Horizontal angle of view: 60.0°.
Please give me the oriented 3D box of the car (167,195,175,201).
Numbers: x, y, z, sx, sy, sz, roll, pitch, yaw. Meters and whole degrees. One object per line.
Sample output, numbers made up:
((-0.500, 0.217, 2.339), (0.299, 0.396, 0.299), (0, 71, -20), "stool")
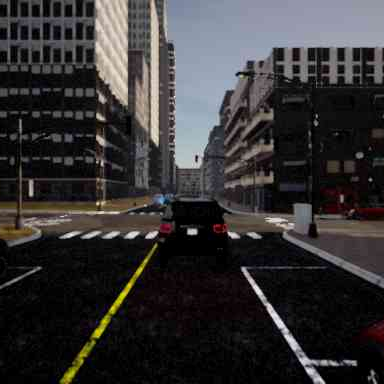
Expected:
((-5.680, 1.582, 90.684), (2.008, 1.369, 4.403), (0, 0, 0), "car")

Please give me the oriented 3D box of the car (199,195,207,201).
((2.700, 1.573, 85.029), (1.887, 1.381, 4.507), (0, 0, 0), "car")

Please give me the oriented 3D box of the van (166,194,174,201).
((-5.681, 1.369, 85.030), (1.690, 1.788, 3.998), (0, 0, 0), "van")

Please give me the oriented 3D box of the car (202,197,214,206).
((2.696, 1.559, 56.758), (1.887, 1.381, 4.507), (0, 0, 0), "car")

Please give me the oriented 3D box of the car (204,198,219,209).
((2.695, 1.576, 46.791), (1.947, 1.339, 4.313), (0, 0, 0), "car")

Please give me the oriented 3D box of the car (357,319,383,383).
((2.688, 1.440, 1.900), (1.967, 1.590, 4.097), (0, 0, 0), "car")

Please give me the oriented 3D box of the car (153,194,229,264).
((0.059, 1.220, 11.949), (2.150, 2.045, 5.566), (0, 0, 1), "car")

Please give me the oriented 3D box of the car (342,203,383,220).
((16.032, 1.763, 30.597), (4.097, 1.590, 1.967), (1, -1, -1), "car")

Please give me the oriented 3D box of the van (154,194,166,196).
((-5.685, 1.355, 56.759), (1.690, 1.788, 3.998), (0, 0, 0), "van")

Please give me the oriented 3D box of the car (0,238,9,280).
((-5.691, 1.566, 7.147), (1.947, 1.339, 4.313), (0, 0, 0), "car")

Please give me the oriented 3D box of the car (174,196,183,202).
((-2.990, 1.604, 76.795), (1.895, 1.301, 4.718), (0, 0, 0), "car")

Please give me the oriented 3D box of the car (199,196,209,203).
((2.698, 1.573, 73.721), (2.008, 1.369, 4.403), (0, 0, 0), "car")

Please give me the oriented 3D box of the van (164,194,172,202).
((-5.682, 1.366, 79.376), (1.690, 1.788, 3.998), (0, 0, 0), "van")

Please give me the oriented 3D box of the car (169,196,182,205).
((-3.025, 1.563, 61.182), (2.033, 1.411, 5.357), (0, 0, 1), "car")
